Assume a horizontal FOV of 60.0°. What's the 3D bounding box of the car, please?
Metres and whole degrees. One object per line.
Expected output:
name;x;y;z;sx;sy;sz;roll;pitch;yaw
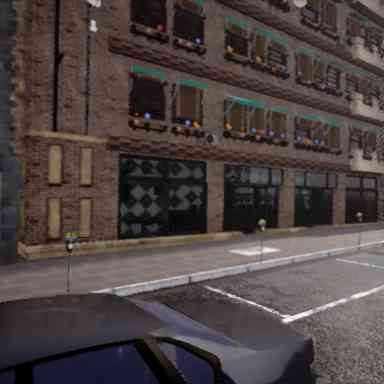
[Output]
car;-1.338;1.548;2.112;5.357;1.411;2.033;0;0;-36
